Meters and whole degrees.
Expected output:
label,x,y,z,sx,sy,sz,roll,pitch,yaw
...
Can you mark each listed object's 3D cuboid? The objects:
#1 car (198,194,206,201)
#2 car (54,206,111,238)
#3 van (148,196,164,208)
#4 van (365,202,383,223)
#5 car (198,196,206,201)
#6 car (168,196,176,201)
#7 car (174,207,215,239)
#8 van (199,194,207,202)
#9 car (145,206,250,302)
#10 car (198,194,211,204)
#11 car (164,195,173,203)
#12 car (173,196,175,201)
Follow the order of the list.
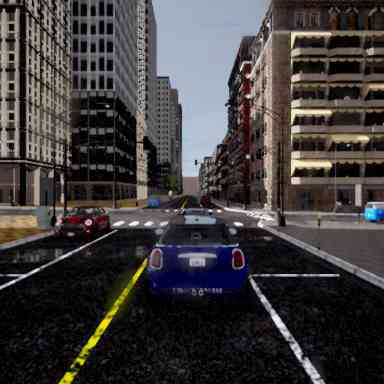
label,x,y,z,sx,sy,sz,roll,pitch,yaw
car,2.754,1.535,94.496,2.192,1.841,5.009,0,0,0
car,-5.679,1.474,17.619,1.967,1.590,4.097,0,0,0
van,-5.656,1.445,50.093,1.690,1.788,3.998,0,0,0
van,16.949,1.759,28.336,3.998,1.788,1.690,1,-1,0
car,2.751,1.755,88.944,2.008,1.369,4.403,0,0,0
car,-5.626,1.745,94.330,1.752,1.417,4.829,0,0,0
car,0.176,1.600,18.255,1.994,1.385,4.181,0,0,2
van,2.747,1.530,83.394,1.690,1.788,3.998,0,0,0
car,0.105,1.367,8.490,2.097,1.767,4.553,0,0,0
car,2.735,1.461,66.742,2.192,1.841,5.009,0,0,0
car,-5.641,1.685,72.127,1.752,1.417,4.829,0,0,0
car,-5.630,1.645,88.949,1.967,1.590,4.097,0,0,0
